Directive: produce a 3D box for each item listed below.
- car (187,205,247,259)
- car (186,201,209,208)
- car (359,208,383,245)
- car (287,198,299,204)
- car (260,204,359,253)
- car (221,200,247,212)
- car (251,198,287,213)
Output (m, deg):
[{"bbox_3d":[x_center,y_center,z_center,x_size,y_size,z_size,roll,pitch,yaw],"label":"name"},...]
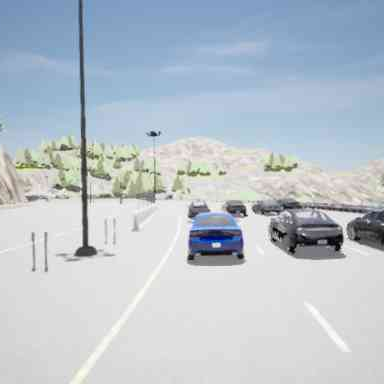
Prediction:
[{"bbox_3d":[0.840,1.512,12.811,1.882,1.535,5.008,-1,0,2],"label":"car"},{"bbox_3d":[0.560,1.608,30.796,2.128,1.511,4.902,-1,0,-3],"label":"car"},{"bbox_3d":[7.816,1.378,12.997,1.837,1.490,4.892,-1,0,2],"label":"car"},{"bbox_3d":[10.541,1.416,37.574,1.837,1.490,4.892,-1,0,-5],"label":"car"},{"bbox_3d":[4.356,1.445,13.355,2.128,1.511,4.902,-1,0,2],"label":"car"},{"bbox_3d":[3.985,1.546,32.061,1.837,1.490,4.892,-1,0,-3],"label":"car"},{"bbox_3d":[7.412,1.514,33.487,2.033,1.411,5.357,-1,0,-4],"label":"car"}]
